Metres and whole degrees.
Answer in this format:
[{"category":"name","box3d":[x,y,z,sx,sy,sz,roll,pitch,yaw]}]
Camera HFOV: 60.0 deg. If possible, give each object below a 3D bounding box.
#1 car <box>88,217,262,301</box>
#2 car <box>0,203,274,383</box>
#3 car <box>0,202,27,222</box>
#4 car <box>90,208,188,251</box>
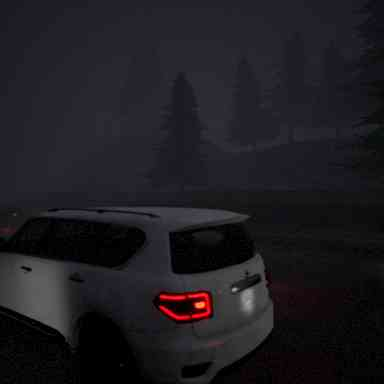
[{"category":"car","box3d":[-0.654,1.553,9.046,4.674,1.442,1.812,0,0,38]},{"category":"car","box3d":[-1.516,1.238,5.256,5.566,2.045,2.150,0,0,38]},{"category":"car","box3d":[-15.474,1.615,27.876,1.812,1.442,4.674,0,0,-42]},{"category":"car","box3d":[-2.539,1.572,15.123,4.674,1.442,1.812,0,0,40]}]
